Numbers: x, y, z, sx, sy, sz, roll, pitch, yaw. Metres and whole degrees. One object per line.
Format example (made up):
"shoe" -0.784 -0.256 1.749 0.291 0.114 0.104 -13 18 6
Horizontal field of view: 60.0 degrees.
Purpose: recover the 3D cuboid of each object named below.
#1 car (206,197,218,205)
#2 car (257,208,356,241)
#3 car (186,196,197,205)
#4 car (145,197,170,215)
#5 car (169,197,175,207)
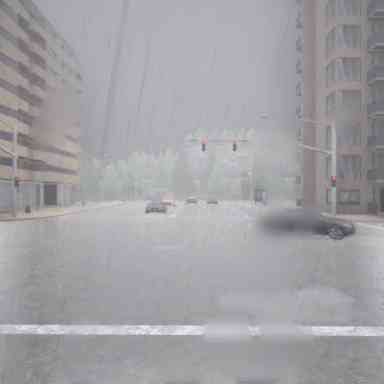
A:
"car" 3.603 1.547 59.488 2.033 1.411 5.357 0 0 2
"car" 5.605 1.525 16.684 4.674 1.442 1.812 0 0 27
"car" -0.031 1.525 60.129 1.812 1.442 4.674 0 0 0
"car" -3.615 1.563 34.152 1.994 1.385 4.181 0 0 0
"car" -3.602 1.477 51.111 1.882 1.535 5.008 0 0 0
